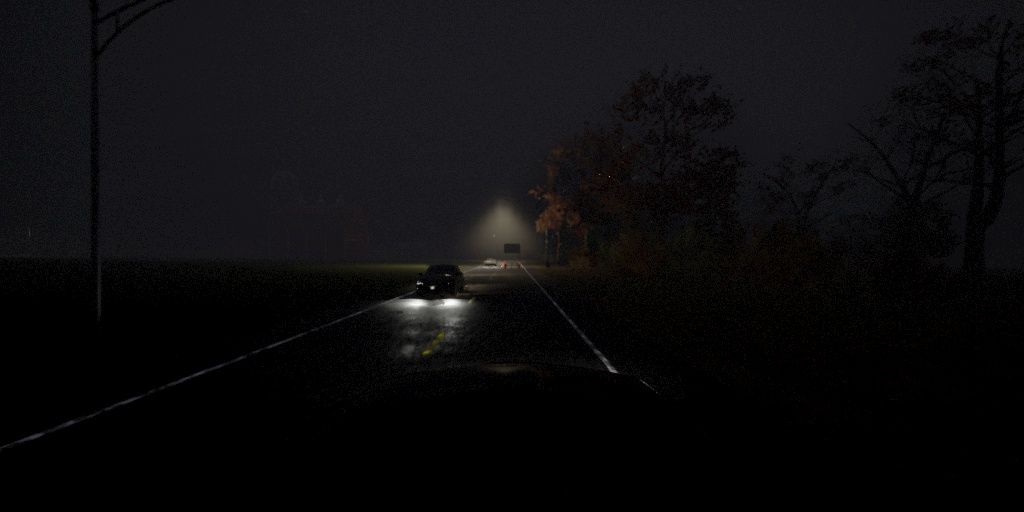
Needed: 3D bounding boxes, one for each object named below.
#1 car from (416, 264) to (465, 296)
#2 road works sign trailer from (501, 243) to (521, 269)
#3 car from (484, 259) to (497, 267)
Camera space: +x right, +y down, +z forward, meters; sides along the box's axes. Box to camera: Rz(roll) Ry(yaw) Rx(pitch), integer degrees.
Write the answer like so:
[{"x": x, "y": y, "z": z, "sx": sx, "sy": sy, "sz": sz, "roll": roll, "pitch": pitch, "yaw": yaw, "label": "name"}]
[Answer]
[{"x": -3.597, "y": 1.175, "z": 18.627, "sx": 1.837, "sy": 1.490, "sz": 4.892, "roll": 0, "pitch": 0, "yaw": 0, "label": "car"}, {"x": 0.017, "y": -0.028, "z": 51.850, "sx": 2.380, "sy": 3.560, "sz": 2.880, "roll": 0, "pitch": 0, "yaw": 0, "label": "road works sign trailer"}, {"x": -3.533, "y": 1.068, "z": 59.858, "sx": 1.895, "sy": 1.301, "sz": 4.718, "roll": 0, "pitch": 0, "yaw": 1, "label": "car"}]
